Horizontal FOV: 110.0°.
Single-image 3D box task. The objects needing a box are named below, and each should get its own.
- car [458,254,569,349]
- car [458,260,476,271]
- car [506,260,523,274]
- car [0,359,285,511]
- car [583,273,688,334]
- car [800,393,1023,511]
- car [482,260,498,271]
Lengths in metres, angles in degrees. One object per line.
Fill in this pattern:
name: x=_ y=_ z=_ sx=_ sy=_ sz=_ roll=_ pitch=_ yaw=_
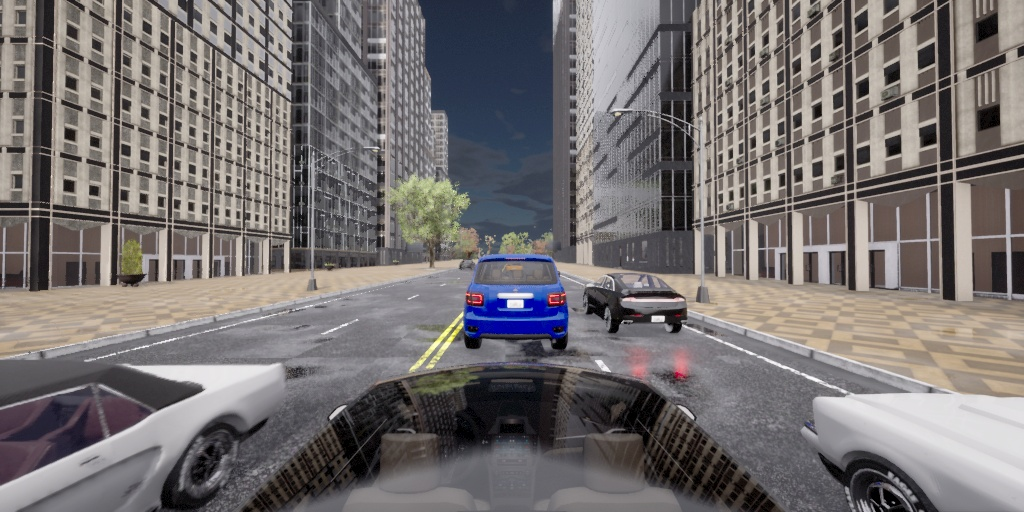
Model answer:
car: x=0.120 y=0.974 z=9.276 sx=2.150 sy=2.045 sz=5.566 roll=0 pitch=0 yaw=1
car: x=-6.305 y=1.275 z=50.351 sx=1.837 sy=1.490 sz=4.892 roll=0 pitch=-1 yaw=1
car: x=0.277 y=1.242 z=42.640 sx=1.882 sy=1.535 sz=5.008 roll=0 pitch=0 yaw=0
car: x=-3.350 y=1.351 z=1.567 sx=1.895 sy=1.301 sz=4.718 roll=0 pitch=0 yaw=0
car: x=3.388 y=1.244 z=10.712 sx=2.128 sy=1.511 sz=4.902 roll=0 pitch=0 yaw=0
car: x=3.346 y=1.351 z=0.829 sx=1.895 sy=1.301 sz=4.718 roll=0 pitch=0 yaw=0
car: x=-3.054 y=1.293 z=50.465 sx=1.812 sy=1.442 sz=4.674 roll=0 pitch=0 yaw=1
